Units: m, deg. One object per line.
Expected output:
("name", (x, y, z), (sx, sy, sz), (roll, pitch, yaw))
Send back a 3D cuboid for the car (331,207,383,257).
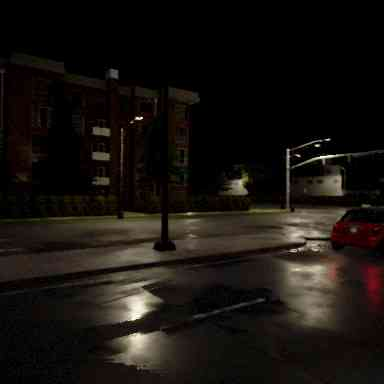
("car", (7.815, 1.482, 13.750), (4.553, 1.767, 2.097), (1, -1, -36))
